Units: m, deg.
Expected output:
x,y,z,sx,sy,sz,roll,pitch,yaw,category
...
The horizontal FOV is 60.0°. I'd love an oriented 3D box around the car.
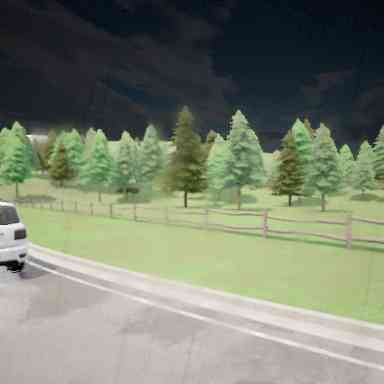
x,y,z,sx,sy,sz,roll,pitch,yaw,category
-6.793,1.267,9.971,2.150,2.045,5.566,0,0,-44,car
